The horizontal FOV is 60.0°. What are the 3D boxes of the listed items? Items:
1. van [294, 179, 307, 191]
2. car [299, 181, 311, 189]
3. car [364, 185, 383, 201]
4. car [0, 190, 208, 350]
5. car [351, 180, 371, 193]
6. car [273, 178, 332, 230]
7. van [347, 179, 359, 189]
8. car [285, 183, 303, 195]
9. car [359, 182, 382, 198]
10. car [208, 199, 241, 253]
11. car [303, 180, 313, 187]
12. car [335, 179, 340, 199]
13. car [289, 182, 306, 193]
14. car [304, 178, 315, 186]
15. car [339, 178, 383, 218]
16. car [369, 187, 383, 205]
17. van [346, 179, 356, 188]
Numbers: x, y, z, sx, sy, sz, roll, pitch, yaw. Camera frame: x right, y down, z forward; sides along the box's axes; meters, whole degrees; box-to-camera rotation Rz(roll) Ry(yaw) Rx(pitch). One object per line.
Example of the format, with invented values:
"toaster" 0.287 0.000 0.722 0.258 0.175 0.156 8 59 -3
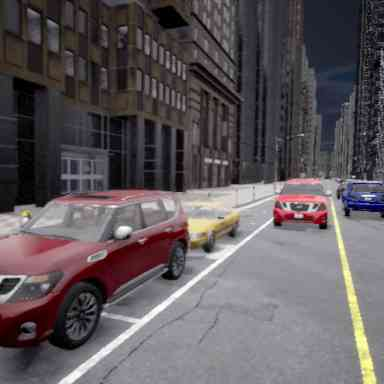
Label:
"van" 17.312 -1.168 52.855 1.690 1.788 3.998 2 3 22
"car" 21.521 -1.416 63.273 1.947 1.339 4.313 2 3 22
"car" 18.897 0.052 34.085 1.887 1.381 4.507 2 3 22
"car" -1.645 0.948 6.025 2.192 1.841 5.009 2 3 22
"car" 25.220 -0.889 49.683 2.192 1.841 5.009 2 3 22
"car" 5.298 0.447 15.822 2.150 2.045 5.566 2 4 22
"van" 31.540 -1.572 65.296 1.690 1.788 3.998 2 3 22
"car" 13.095 -0.453 42.461 1.802 1.307 4.206 2 3 22
"car" 21.005 -0.290 39.283 1.967 1.590 4.097 2 3 22
"car" 0.394 0.925 11.082 1.752 1.417 4.829 2 3 22
"car" 25.734 -1.872 73.680 1.802 1.307 4.206 2 3 22
"car" 16.114 -0.207 34.381 2.097 1.767 4.553 2 3 22
"car" 15.202 -0.706 47.664 1.947 1.339 4.313 2 3 22
"car" 27.845 -2.375 78.869 2.192 1.841 5.009 2 3 22
"car" 10.263 0.326 19.924 2.150 2.045 5.566 2 4 22
"car" 16.790 0.310 28.883 1.947 1.339 4.313 2 3 22
"van" 33.646 -1.808 70.499 1.690 1.788 3.998 2 3 22
